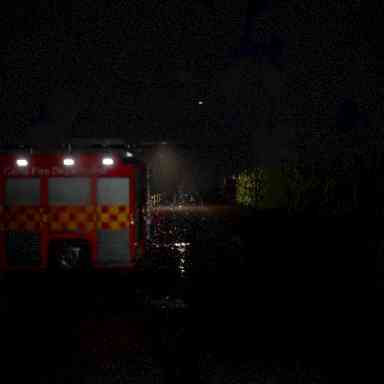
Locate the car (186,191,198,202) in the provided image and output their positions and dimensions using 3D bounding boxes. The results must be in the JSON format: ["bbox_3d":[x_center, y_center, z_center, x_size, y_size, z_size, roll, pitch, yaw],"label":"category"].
[{"bbox_3d":[-0.009,0.816,54.495,1.837,1.490,4.892,0,1,0],"label":"car"}]

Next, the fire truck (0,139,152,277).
[{"bbox_3d":[-5.611,0.462,10.014,8.468,3.827,2.891,0,1,0],"label":"fire truck"}]

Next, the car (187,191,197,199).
[{"bbox_3d":[-0.011,0.531,64.908,2.033,1.411,5.357,0,2,0],"label":"car"}]

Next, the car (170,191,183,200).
[{"bbox_3d":[-2.760,0.686,59.082,1.837,1.490,4.892,0,2,0],"label":"car"}]
